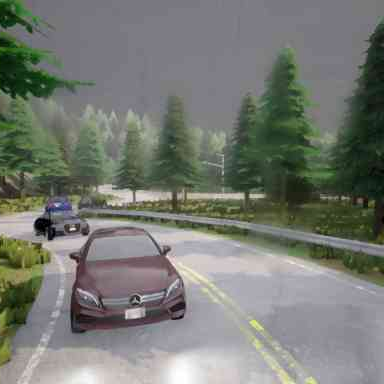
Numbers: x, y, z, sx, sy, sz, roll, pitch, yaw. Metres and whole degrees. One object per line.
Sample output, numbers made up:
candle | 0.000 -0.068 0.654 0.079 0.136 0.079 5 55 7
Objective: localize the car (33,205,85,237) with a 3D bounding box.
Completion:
car | -7.065 1.664 17.818 1.994 1.385 4.181 -4 2 -38

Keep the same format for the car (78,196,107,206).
car | -12.717 1.289 42.824 2.097 1.767 4.553 2 2 13

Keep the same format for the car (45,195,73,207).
car | -12.861 1.326 32.234 2.150 2.045 5.566 -1 0 -18

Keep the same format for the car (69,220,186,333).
car | -1.521 1.523 7.086 1.812 1.442 4.674 -2 0 -17
